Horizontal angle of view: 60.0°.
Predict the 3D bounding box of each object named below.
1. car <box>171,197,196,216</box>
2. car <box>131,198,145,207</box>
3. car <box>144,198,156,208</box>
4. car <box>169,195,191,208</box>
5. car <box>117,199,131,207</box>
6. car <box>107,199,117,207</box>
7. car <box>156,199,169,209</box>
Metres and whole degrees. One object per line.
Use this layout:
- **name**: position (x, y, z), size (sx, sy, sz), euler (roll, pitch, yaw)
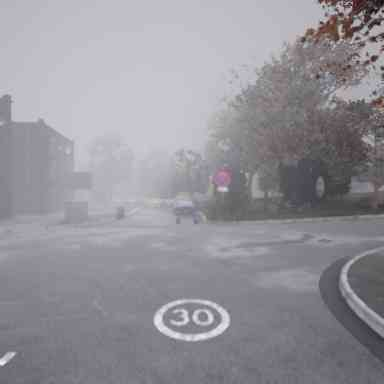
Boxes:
- **car**: position (-0.654, 1.558, 32.879), size (2.097, 1.535, 5.008), euler (0, -1, -1)
- **car**: position (-8.427, 1.927, 60.196), size (2.231, 1.521, 4.892), euler (-1, -1, -35)
- **car**: position (-5.675, 1.857, 55.325), size (2.097, 1.535, 5.008), euler (-1, -1, -27)
- **car**: position (-1.015, 1.372, 38.865), size (2.435, 2.045, 5.566), euler (0, -1, -7)
- **car**: position (-11.946, 2.058, 64.651), size (2.097, 1.535, 5.008), euler (-1, 0, -41)
- **car**: position (-15.773, 2.240, 69.086), size (4.892, 1.521, 2.231), euler (-4, -2, 42)
- **car**: position (-3.469, 1.782, 50.026), size (2.231, 1.521, 4.892), euler (0, 0, -18)
